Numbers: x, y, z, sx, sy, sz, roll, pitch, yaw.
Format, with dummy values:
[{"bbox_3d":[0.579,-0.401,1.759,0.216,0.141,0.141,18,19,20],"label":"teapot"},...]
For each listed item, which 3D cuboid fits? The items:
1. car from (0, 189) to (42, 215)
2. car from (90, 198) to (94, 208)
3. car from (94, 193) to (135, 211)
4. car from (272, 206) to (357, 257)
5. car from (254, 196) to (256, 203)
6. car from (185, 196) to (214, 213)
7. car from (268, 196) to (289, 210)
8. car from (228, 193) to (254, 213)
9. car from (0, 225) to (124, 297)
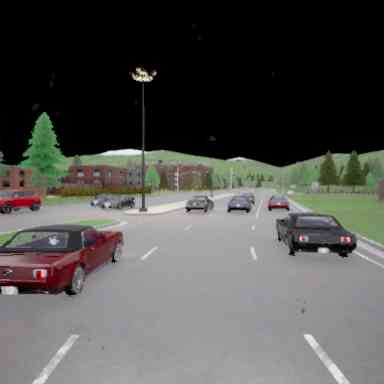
[{"bbox_3d":[-15.272,0.775,28.310,2.150,2.045,5.566,0,1,13],"label":"car"},{"bbox_3d":[-9.602,0.902,37.354,2.128,1.511,4.902,0,1,13],"label":"car"},{"bbox_3d":[-7.141,0.979,32.450,2.128,1.511,4.902,0,1,13],"label":"car"},{"bbox_3d":[4.231,1.407,12.106,1.895,1.301,4.718,0,1,8],"label":"car"},{"bbox_3d":[7.224,0.865,43.204,2.033,1.411,5.357,0,1,13],"label":"car"},{"bbox_3d":[0.783,1.067,30.396,2.033,1.411,5.357,0,1,13],"label":"car"},{"bbox_3d":[8.578,1.039,33.149,1.994,1.385,4.181,0,1,13],"label":"car"},{"bbox_3d":[4.402,1.082,30.462,1.994,1.385,4.181,0,1,12],"label":"car"},{"bbox_3d":[-3.155,1.469,8.256,1.895,1.301,4.718,0,1,4],"label":"car"}]
